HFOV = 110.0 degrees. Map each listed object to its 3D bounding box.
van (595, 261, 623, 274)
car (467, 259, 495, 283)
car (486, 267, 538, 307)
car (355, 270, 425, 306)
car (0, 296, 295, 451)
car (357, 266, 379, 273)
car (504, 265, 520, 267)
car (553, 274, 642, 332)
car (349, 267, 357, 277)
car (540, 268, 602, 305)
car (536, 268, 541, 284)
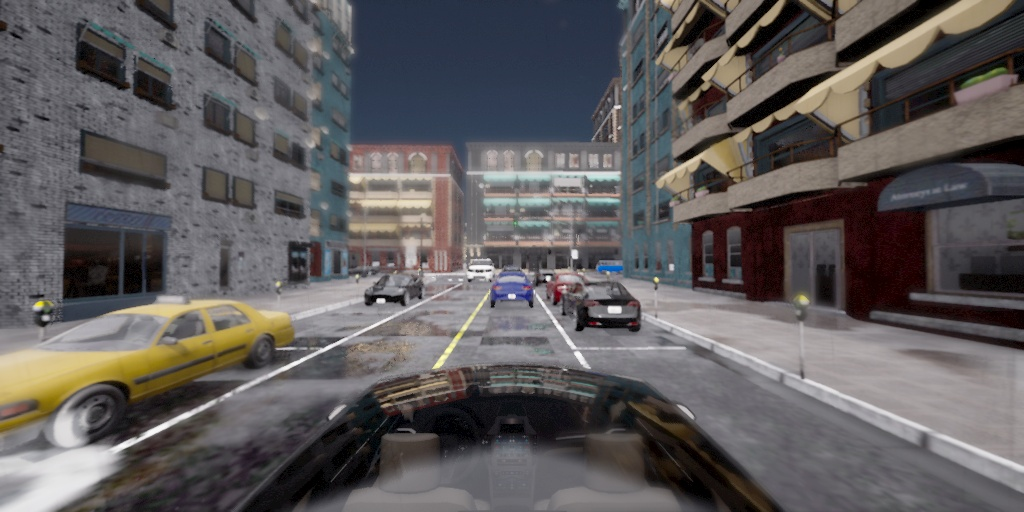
[{"bbox_3d":[13.100,1.514,47.318,3.998,1.789,1.690,0,0,0],"label":"van"},{"bbox_3d":[-2.742,1.275,32.823,2.150,2.045,5.566,0,-1,0],"label":"car"},{"bbox_3d":[0.009,1.420,16.243,1.812,1.442,4.674,0,0,0],"label":"car"},{"bbox_3d":[-5.277,1.463,16.601,1.948,1.339,4.313,0,0,0],"label":"car"},{"bbox_3d":[-5.294,1.311,5.303,1.751,1.417,4.829,0,0,0],"label":"car"},{"bbox_3d":[-19.685,1.933,47.279,4.403,1.370,2.007,0,0,0],"label":"car"},{"bbox_3d":[-0.016,1.544,31.161,2.128,1.511,4.902,0,-1,-1],"label":"car"},{"bbox_3d":[2.569,1.407,11.059,1.948,1.339,4.313,0,0,0],"label":"car"},{"bbox_3d":[-19.644,1.648,39.142,4.097,1.591,1.967,0,0,0],"label":"car"},{"bbox_3d":[2.570,1.443,16.624,1.888,1.381,4.507,0,0,0],"label":"car"},{"bbox_3d":[2.573,1.581,27.750,1.948,1.339,4.313,0,0,0],"label":"car"}]
